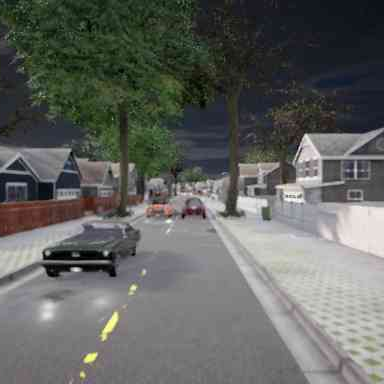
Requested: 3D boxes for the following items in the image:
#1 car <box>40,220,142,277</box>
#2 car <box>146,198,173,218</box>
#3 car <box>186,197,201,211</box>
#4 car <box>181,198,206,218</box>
[{"bbox_3d":[-2.830,1.594,10.332,1.895,1.301,4.718,0,0,0],"label":"car"},{"bbox_3d":[-2.799,1.331,29.456,2.097,1.767,4.553,0,0,0],"label":"car"},{"bbox_3d":[0.171,1.477,41.493,1.837,1.490,4.892,0,1,0],"label":"car"},{"bbox_3d":[0.152,1.332,29.577,2.097,1.767,4.553,0,0,0],"label":"car"}]
